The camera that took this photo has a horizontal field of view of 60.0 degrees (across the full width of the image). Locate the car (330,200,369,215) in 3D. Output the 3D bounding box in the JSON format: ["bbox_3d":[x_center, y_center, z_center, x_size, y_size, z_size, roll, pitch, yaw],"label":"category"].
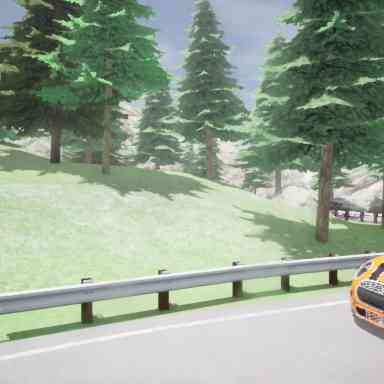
[{"bbox_3d":[13.576,1.515,30.105,1.837,1.490,4.892,0,2,-20],"label":"car"}]

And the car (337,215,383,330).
[{"bbox_3d":[5.009,1.352,5.645,4.553,1.767,2.097,0,0,-19],"label":"car"}]
